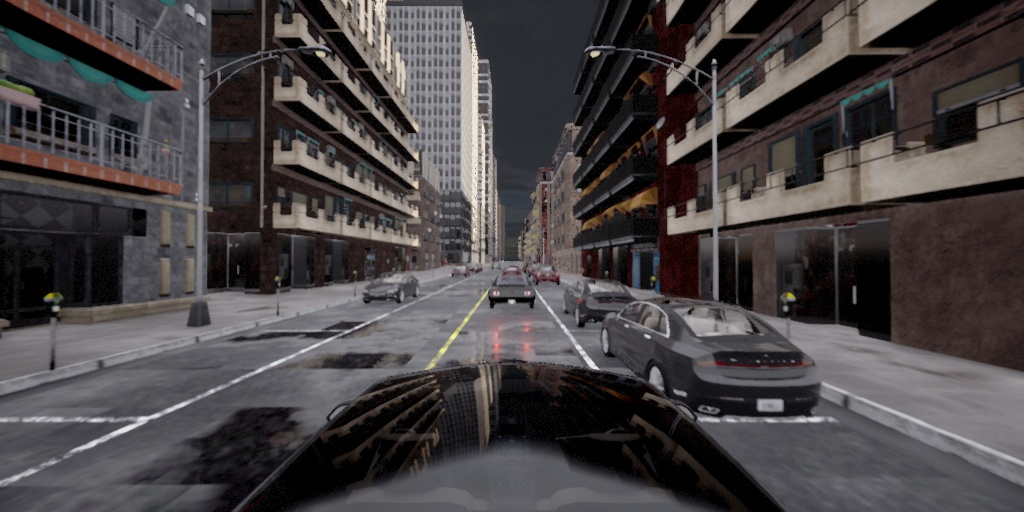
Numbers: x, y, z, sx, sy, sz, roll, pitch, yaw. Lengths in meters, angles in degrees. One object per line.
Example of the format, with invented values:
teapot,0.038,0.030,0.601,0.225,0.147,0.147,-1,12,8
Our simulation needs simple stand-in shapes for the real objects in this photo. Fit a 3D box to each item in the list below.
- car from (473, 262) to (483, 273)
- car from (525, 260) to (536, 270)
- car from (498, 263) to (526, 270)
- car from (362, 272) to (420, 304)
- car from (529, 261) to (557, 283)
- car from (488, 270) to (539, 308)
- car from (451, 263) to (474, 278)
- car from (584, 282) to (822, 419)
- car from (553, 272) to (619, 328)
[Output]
car,-5.704,1.665,51.367,1.967,1.591,4.097,0,0,0
car,2.680,1.554,40.006,1.967,1.591,4.097,0,0,0
car,-0.003,1.555,31.235,1.812,1.442,4.674,0,0,0
car,-5.694,1.447,17.274,2.007,1.370,4.403,0,0,0
car,2.683,1.444,28.642,1.967,1.591,4.097,0,0,0
car,-0.002,1.485,15.964,1.895,1.301,4.718,0,-1,0
car,-5.701,1.696,40.002,1.802,1.307,4.207,0,0,0
car,2.690,1.340,5.914,2.007,1.370,4.403,0,0,0
car,2.688,1.393,11.596,2.007,1.370,4.403,0,0,0
